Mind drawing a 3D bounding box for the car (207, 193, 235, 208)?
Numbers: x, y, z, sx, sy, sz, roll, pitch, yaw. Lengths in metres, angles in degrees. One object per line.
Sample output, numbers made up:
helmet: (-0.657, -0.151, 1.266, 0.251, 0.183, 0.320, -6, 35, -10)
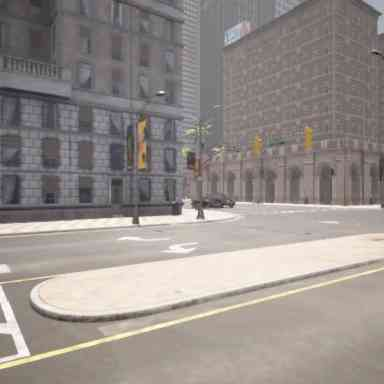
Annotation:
car: (3.826, 1.220, 47.900, 2.150, 2.045, 5.566, 0, 0, -35)

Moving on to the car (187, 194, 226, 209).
car: (1.852, 1.477, 44.626, 1.882, 1.535, 5.008, 0, 1, -35)
